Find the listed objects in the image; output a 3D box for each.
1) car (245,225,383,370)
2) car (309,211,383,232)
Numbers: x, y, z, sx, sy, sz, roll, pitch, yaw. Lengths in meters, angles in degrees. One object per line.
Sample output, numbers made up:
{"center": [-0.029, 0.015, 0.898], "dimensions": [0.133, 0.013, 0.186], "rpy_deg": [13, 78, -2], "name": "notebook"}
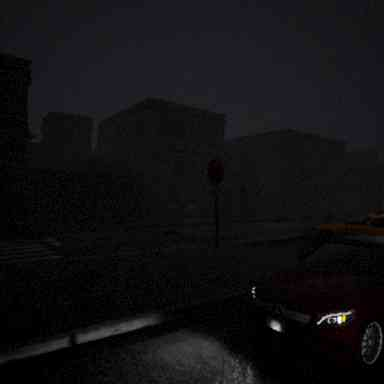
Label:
{"center": [3.029, 1.547, 5.845], "dimensions": [4.674, 1.442, 1.812], "rpy_deg": [0, 0, -35], "name": "car"}
{"center": [7.623, 1.586, 14.051], "dimensions": [1.946, 1.575, 5.366], "rpy_deg": [1, -1, -35], "name": "car"}
